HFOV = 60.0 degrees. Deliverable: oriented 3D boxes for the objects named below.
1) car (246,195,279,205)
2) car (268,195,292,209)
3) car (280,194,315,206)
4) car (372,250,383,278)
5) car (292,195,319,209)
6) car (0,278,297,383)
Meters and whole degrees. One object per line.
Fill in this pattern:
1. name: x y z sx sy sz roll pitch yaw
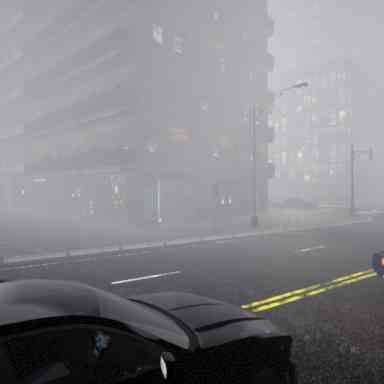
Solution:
1. car: 10.299 1.097 48.727 4.313 1.339 1.947 1 0 43
2. car: 8.684 1.191 38.617 4.829 1.417 1.752 1 0 43
3. car: 14.254 1.055 45.115 4.097 1.590 1.967 1 0 43
4. car: 6.520 1.599 8.304 4.718 1.301 1.895 0 0 -37
5. car: 12.462 1.258 38.717 4.181 1.385 1.994 1 1 43
6. car: -1.255 1.478 2.584 5.008 1.535 1.882 0 0 -36
